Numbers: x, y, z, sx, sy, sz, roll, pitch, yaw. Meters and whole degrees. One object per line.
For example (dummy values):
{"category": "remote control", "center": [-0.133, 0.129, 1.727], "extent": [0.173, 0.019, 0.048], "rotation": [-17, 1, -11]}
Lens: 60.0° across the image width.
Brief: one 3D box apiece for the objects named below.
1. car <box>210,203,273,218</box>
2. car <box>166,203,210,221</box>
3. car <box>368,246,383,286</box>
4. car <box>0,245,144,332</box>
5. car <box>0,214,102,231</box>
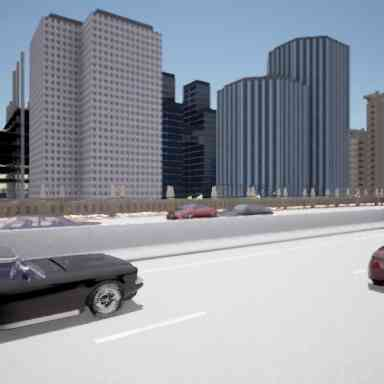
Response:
{"category": "car", "center": [3.846, 1.527, 23.927], "extent": [4.674, 1.442, 1.812], "rotation": [0, 0, -35]}
{"category": "car", "center": [0.132, 1.566, 25.578], "extent": [4.181, 1.385, 1.994], "rotation": [0, 0, -35]}
{"category": "car", "center": [6.169, 1.565, 8.144], "extent": [4.181, 1.385, 1.994], "rotation": [0, 0, -35]}
{"category": "car", "center": [-3.263, 1.601, 5.717], "extent": [4.718, 1.301, 1.895], "rotation": [0, 0, -35]}
{"category": "car", "center": [-6.057, 1.548, 12.568], "extent": [5.357, 1.411, 2.033], "rotation": [0, 0, -35]}
